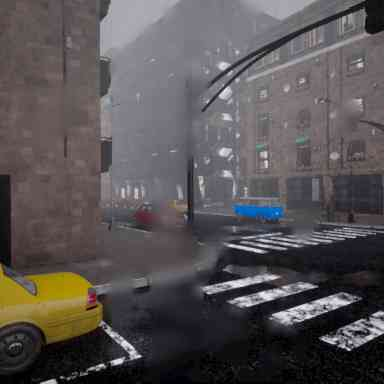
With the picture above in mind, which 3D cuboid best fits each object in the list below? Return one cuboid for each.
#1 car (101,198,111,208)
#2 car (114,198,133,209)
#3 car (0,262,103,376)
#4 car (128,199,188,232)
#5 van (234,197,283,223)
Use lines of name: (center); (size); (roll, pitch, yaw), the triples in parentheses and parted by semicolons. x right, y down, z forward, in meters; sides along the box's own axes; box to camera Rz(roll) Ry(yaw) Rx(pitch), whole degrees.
car: (-11.743, 1.463, 47.814); (1.887, 1.381, 4.507); (-1, 0, -36)
car: (-8.415, 1.463, 43.234); (1.887, 1.381, 4.507); (-1, 0, -36)
car: (-3.591, 1.525, 4.003); (4.829, 1.417, 1.752); (0, 0, -36)
car: (-1.892, 1.441, 20.003); (1.967, 1.590, 4.097); (0, 0, -36)
van: (4.898, 1.280, 24.914); (1.690, 1.788, 3.998); (0, 0, -36)
